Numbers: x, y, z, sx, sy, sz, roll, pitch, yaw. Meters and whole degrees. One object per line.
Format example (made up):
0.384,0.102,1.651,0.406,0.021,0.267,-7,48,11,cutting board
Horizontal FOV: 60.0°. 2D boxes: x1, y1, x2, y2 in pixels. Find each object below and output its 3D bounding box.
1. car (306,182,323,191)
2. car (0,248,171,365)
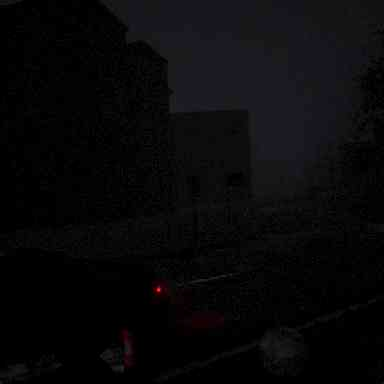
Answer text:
21.383,-0.971,58.159,1.882,1.535,5.008,-3,1,4,car
-2.940,1.551,4.536,5.357,1.411,2.033,1,0,-34,car
